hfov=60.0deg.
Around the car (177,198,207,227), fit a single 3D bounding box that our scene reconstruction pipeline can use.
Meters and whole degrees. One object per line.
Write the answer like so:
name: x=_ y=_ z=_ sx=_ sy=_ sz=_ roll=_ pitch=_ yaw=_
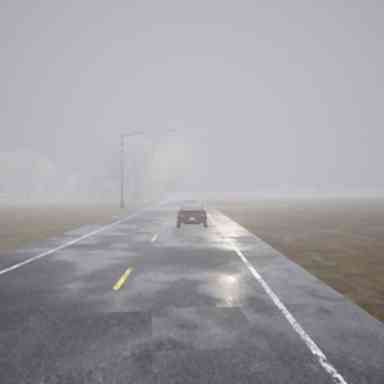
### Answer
car: x=-0.005 y=1.429 z=22.271 sx=1.882 sy=1.535 sz=5.008 roll=0 pitch=0 yaw=0
